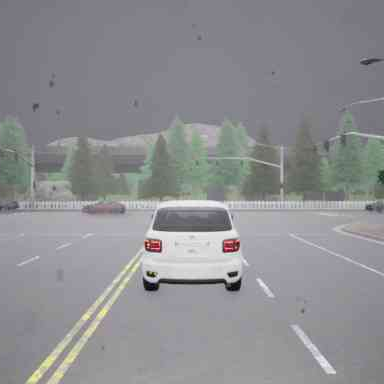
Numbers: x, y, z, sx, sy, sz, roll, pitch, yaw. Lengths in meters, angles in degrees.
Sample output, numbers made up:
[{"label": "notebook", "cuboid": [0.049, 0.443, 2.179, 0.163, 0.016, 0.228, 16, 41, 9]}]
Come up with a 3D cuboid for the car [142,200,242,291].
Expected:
[{"label": "car", "cuboid": [0.008, 1.221, 9.127, 2.150, 2.045, 5.566, 0, 0, 0]}]

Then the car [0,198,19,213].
[{"label": "car", "cuboid": [-21.323, 1.436, 35.963, 4.902, 1.511, 2.128, 0, 0, 0]}]

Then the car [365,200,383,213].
[{"label": "car", "cuboid": [21.209, 1.508, 36.156, 4.181, 1.385, 1.994, 0, 0, 0]}]

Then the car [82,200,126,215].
[{"label": "car", "cuboid": [-8.559, 1.518, 32.527, 4.181, 1.385, 1.994, 0, 0, 0]}]
